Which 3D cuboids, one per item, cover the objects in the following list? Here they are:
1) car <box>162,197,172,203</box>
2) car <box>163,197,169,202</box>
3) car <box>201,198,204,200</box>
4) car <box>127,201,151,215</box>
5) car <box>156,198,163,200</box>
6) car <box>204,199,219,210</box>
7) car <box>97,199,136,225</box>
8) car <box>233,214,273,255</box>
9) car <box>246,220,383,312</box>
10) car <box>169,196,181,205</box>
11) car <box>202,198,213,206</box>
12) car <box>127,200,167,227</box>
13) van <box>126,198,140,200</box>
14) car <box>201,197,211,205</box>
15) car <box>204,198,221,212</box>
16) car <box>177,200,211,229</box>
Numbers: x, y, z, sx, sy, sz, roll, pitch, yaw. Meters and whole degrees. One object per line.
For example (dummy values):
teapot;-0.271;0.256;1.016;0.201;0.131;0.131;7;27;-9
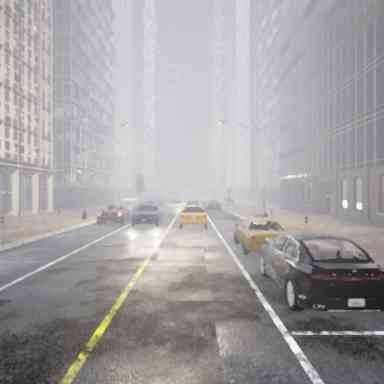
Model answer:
car;-5.698;1.814;75.934;1.887;1.381;4.507;0;0;0
car;-5.697;1.785;58.857;1.947;1.339;4.313;0;0;0
car;0.096;1.711;41.551;2.033;1.411;5.357;0;0;0
car;-5.696;1.710;36.089;1.947;1.339;4.313;0;0;0
car;-5.696;1.749;47.473;1.947;1.339;4.313;0;0;0
car;2.684;1.729;47.465;1.887;1.381;4.507;0;0;0
car;-5.696;1.542;24.704;1.967;1.590;4.097;0;0;0
car;2.686;1.583;13.480;1.752;1.417;4.829;0;0;0
car;2.687;1.584;7.616;2.008;1.369;4.403;0;0;0
car;-3.022;1.798;64.463;1.994;1.385;4.181;0;0;0
car;2.684;1.802;58.850;1.802;1.307;4.206;0;0;0
car;-3.102;1.577;23.944;1.882;1.535;5.008;0;0;0
van;-5.696;1.465;30.395;1.690;1.788;3.998;0;0;0
car;2.683;1.782;64.543;1.887;1.381;4.507;0;0;0
car;2.685;1.731;41.772;1.947;1.339;4.313;0;0;0
car;0.097;1.549;22.600;1.801;1.575;5.366;0;0;0
